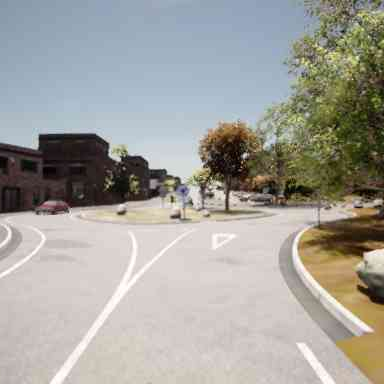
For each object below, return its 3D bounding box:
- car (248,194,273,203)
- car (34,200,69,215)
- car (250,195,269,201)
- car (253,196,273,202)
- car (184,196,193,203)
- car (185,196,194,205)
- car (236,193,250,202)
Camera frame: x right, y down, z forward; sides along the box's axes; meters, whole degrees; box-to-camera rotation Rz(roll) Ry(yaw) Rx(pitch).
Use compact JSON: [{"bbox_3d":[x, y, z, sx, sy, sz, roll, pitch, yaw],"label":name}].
[{"bbox_3d":[14.768,1.760,71.389,1.837,1.490,4.892,1,-2,-30],"label":"car"},{"bbox_3d":[-14.328,1.564,34.243,1.812,1.442,4.674,-1,0,4],"label":"car"},{"bbox_3d":[18.395,1.668,91.222,4.792,1.488,2.163,0,1,1],"label":"car"},{"bbox_3d":[18.288,1.753,85.672,4.792,1.488,2.163,0,1,1],"label":"car"},{"bbox_3d":[-0.805,1.675,76.712,1.837,1.490,4.892,0,0,1],"label":"car"},{"bbox_3d":[-0.759,1.664,60.981,1.837,1.490,4.892,-1,0,-2],"label":"car"},{"bbox_3d":[13.187,1.784,86.428,2.128,1.511,4.902,0,1,1],"label":"car"}]
